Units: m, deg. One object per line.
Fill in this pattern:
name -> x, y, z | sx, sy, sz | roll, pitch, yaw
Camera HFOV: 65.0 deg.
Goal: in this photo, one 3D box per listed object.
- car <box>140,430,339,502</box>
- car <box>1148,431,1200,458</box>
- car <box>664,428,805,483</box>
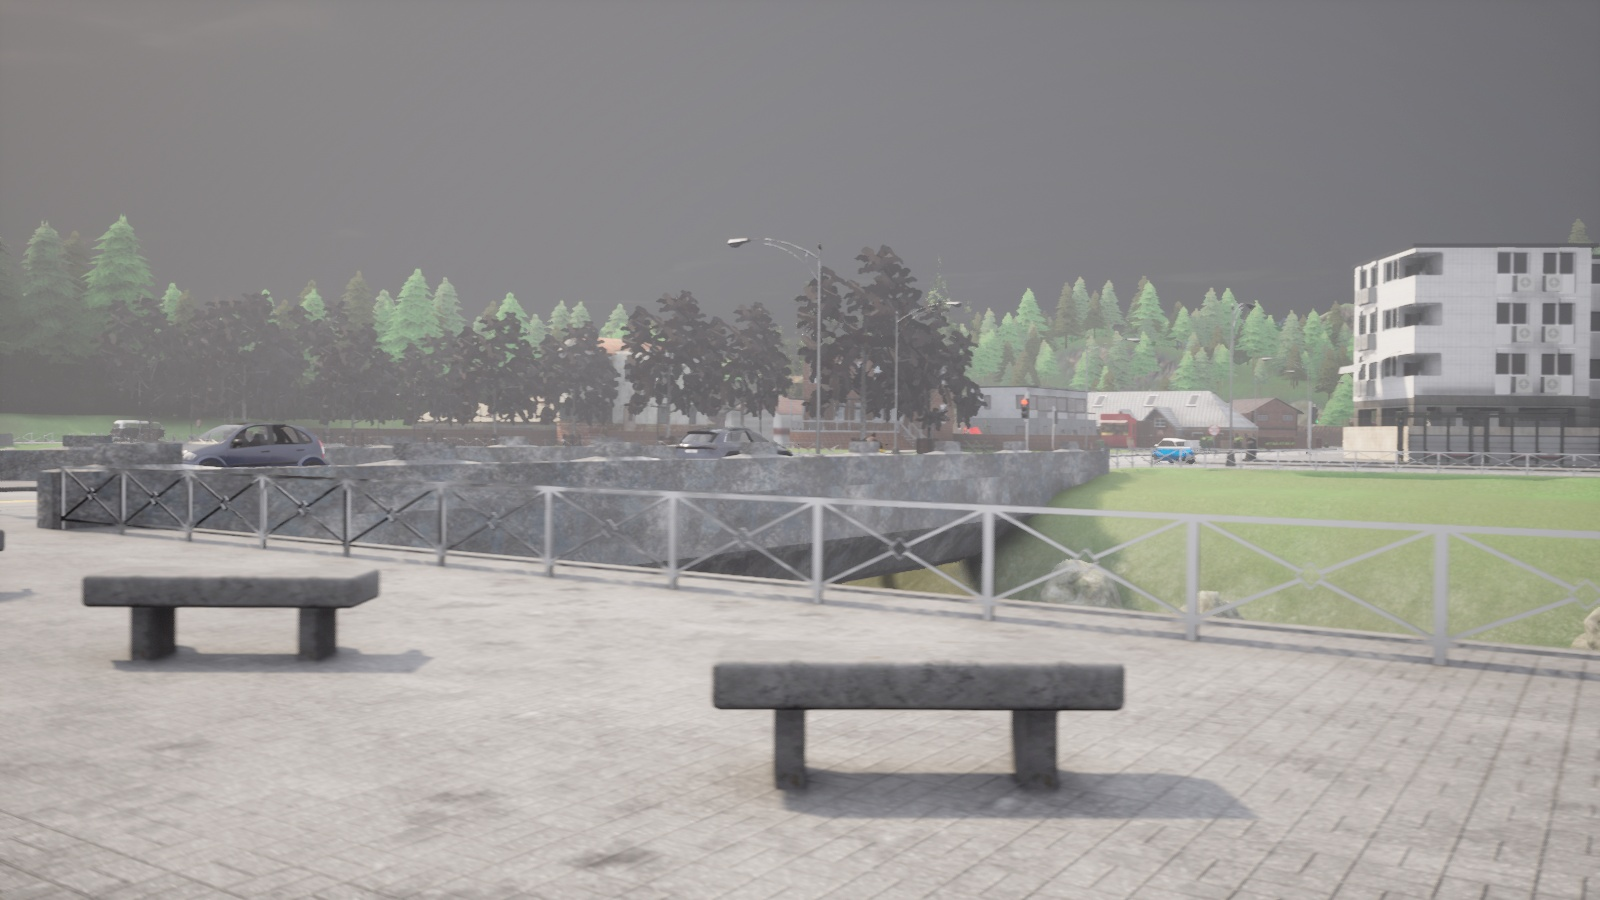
car -> -13.461, 0.337, 30.366 | 1.851, 1.617, 3.988 | 0, 1, 34
car -> 19.781, -0.301, 66.520 | 1.481, 1.376, 2.207 | -2, 2, -30
car -> -2.023, 0.129, 40.363 | 2.033, 1.649, 4.856 | 0, 1, 34
